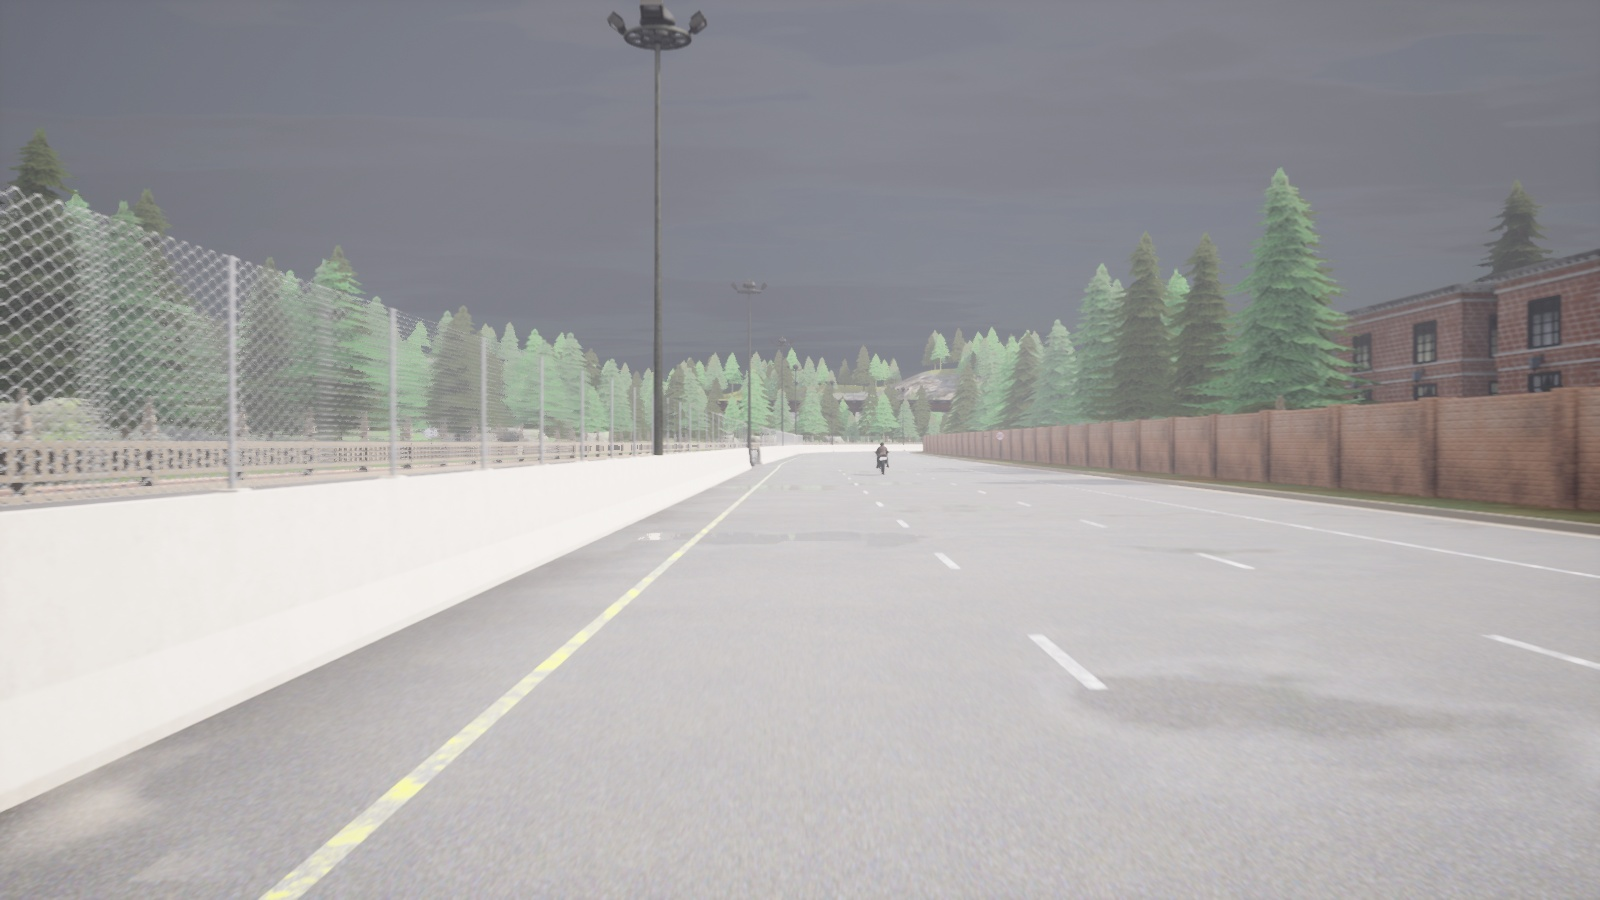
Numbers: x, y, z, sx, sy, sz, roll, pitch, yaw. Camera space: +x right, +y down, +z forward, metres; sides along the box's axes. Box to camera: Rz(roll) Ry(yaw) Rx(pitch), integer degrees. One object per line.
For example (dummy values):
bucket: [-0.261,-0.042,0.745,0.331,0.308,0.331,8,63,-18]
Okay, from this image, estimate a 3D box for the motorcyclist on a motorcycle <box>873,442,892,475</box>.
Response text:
motorcyclist on a motorcycle: [3.850,0.404,58.805,0.797,1.523,2.044,0,0,0]
